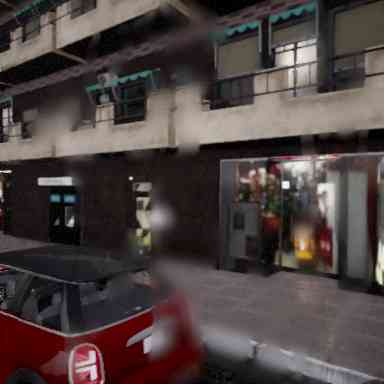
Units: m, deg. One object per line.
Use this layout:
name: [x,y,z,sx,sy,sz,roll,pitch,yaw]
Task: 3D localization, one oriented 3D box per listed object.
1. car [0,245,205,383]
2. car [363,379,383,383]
car: [-1.939,1.416,4.254,4.097,1.590,1.967,0,1,36]
car: [2.566,1.576,1.041,4.313,1.339,1.947,0,1,36]
